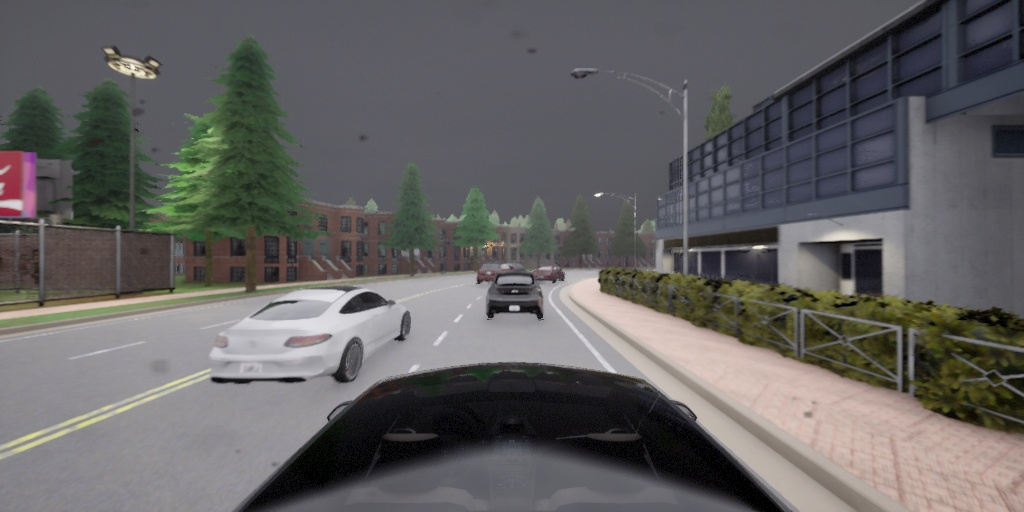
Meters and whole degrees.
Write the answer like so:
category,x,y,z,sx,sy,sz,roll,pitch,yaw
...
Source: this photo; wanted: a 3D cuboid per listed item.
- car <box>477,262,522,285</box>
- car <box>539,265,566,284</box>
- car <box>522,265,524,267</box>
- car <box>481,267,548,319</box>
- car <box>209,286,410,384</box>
category,x,y,z,sx,sy,sz,roll,pitch,yaw
car,-1.049,1.244,27.896,2.097,1.767,4.553,0,0,17
car,3.016,1.418,29.058,1.812,1.442,4.674,0,0,20
car,-0.304,1.452,38.465,1.837,1.490,4.892,-1,-1,32
car,0.143,1.315,13.030,1.837,1.490,4.892,0,0,2
car,-3.429,1.308,7.024,1.812,1.442,4.674,0,0,0
